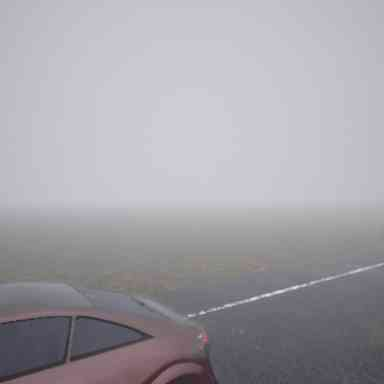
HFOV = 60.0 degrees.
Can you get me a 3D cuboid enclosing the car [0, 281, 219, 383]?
[{"bbox_3d":[-1.805,1.564,2.703,4.181,1.385,1.994,0,0,-35],"label":"car"}]
